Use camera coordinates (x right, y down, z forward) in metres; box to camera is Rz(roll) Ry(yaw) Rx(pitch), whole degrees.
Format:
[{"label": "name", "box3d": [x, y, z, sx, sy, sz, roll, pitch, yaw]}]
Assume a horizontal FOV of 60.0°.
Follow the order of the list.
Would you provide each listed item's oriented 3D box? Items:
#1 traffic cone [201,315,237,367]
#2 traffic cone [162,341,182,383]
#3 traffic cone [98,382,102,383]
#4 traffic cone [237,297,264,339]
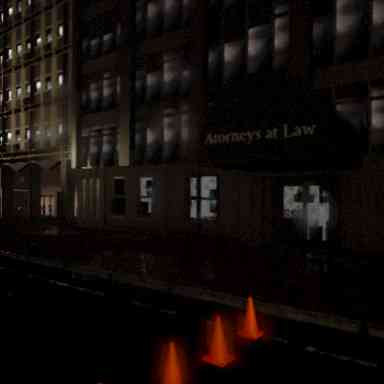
[{"label": "traffic cone", "box3d": [0.354, 1.983, 4.547, 0.340, 0.580, 0.340, 0, 0, 36]}, {"label": "traffic cone", "box3d": [-0.227, 1.981, 3.733, 0.340, 0.580, 0.340, 0, 0, 36]}, {"label": "traffic cone", "box3d": [-0.810, 1.978, 2.920, 0.340, 0.580, 0.340, 0, 0, 36]}, {"label": "traffic cone", "box3d": [0.936, 1.986, 5.360, 0.340, 0.580, 0.340, 0, 0, 36]}]
